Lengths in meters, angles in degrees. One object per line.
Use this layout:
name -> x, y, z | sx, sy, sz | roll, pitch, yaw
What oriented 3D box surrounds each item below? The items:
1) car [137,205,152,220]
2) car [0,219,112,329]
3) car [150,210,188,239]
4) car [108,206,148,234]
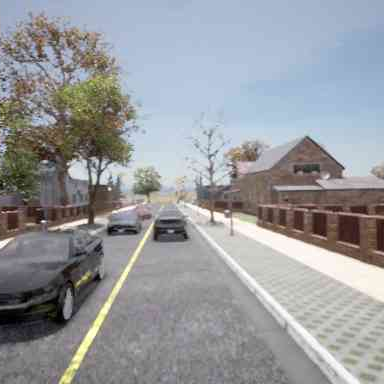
car -> -5.210, 2.080, 34.832 | 1.812, 1.442, 4.674 | -1, -1, -3
car -> -3.302, 1.641, 7.624 | 1.882, 1.535, 5.008 | -1, -1, -4
car -> -1.268, 1.786, 19.340 | 1.837, 1.490, 4.892 | -1, -1, -4
car -> -4.328, 1.919, 22.025 | 2.033, 1.411, 5.357 | -1, -1, -4
